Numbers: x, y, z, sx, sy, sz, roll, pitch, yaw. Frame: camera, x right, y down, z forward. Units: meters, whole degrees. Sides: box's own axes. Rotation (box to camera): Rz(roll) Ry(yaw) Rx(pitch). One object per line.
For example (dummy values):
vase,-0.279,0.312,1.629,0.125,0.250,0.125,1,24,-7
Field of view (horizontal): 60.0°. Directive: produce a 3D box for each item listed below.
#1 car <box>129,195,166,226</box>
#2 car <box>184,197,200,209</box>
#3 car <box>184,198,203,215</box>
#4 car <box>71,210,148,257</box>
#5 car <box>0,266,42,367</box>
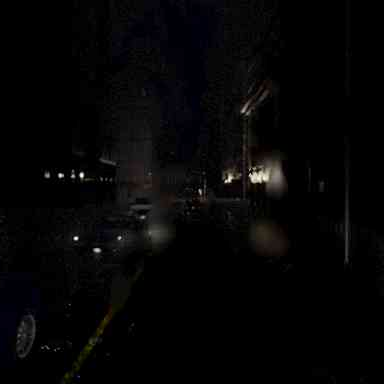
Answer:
car,-3.076,1.231,23.674,2.150,2.045,5.566,0,0,0
car,0.057,1.515,46.038,2.128,1.511,4.902,0,0,0
car,0.127,1.562,33.971,2.033,1.411,5.357,0,0,0
car,-3.088,1.605,13.084,1.895,1.301,4.718,0,0,0
car,-3.082,1.524,3.124,1.812,1.442,4.674,0,0,0
